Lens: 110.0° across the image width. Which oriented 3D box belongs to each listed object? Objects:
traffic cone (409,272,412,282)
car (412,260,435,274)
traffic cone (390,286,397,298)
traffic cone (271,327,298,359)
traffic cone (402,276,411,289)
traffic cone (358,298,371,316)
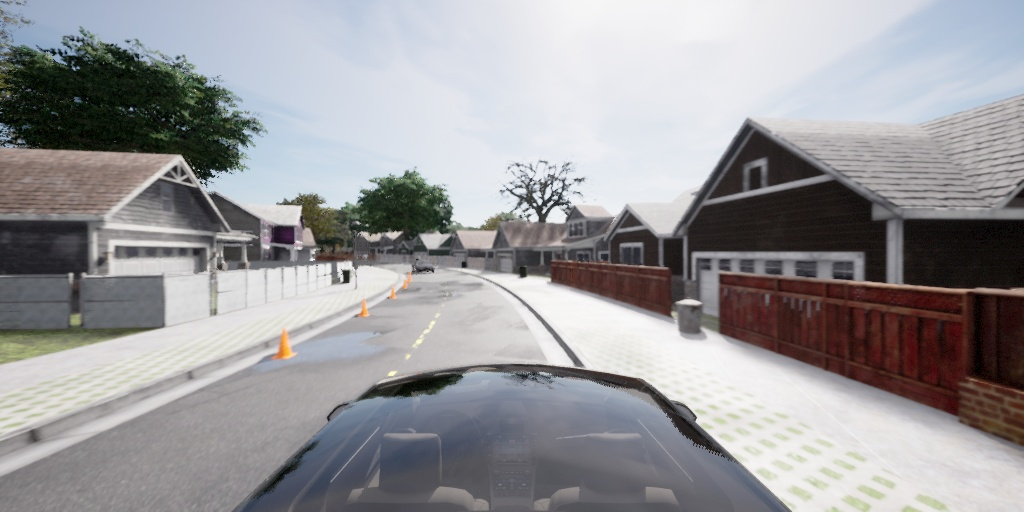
[{"bbox_3d":[-7.545,1.643,26.480,0.340,0.580,0.340,0,0,-14],"label":"traffic cone"},{"bbox_3d":[-9.613,1.134,38.821,1.837,1.490,4.892,0,0,-24],"label":"car"},{"bbox_3d":[-5.604,1.687,16.909,0.340,0.580,0.340,0,0,-9],"label":"traffic cone"},{"bbox_3d":[-4.567,1.722,7.200,0.340,0.580,0.340,0,0,-3],"label":"traffic cone"},{"bbox_3d":[-6.462,1.665,21.717,0.340,0.580,0.340,0,0,-11],"label":"traffic cone"},{"bbox_3d":[-4.972,1.708,12.067,0.340,0.580,0.340,0,0,-6],"label":"traffic cone"}]
